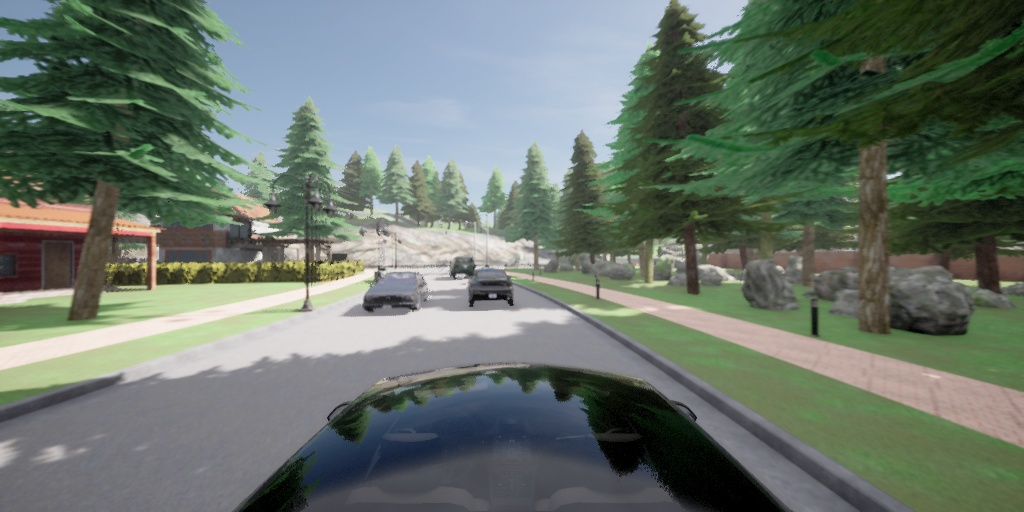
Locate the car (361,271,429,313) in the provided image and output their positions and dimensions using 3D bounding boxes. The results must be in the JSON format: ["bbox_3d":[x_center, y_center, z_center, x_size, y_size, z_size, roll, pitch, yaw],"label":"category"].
[{"bbox_3d":[-4.541,1.350,14.768,2.033,1.411,5.357,0,0,-7],"label":"car"}]

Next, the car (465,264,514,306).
[{"bbox_3d":[-1.049,1.296,16.134,1.837,1.490,4.892,0,0,-7],"label":"car"}]

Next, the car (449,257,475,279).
[{"bbox_3d":[-4.793,1.075,34.778,2.150,2.045,5.566,0,0,-13],"label":"car"}]
